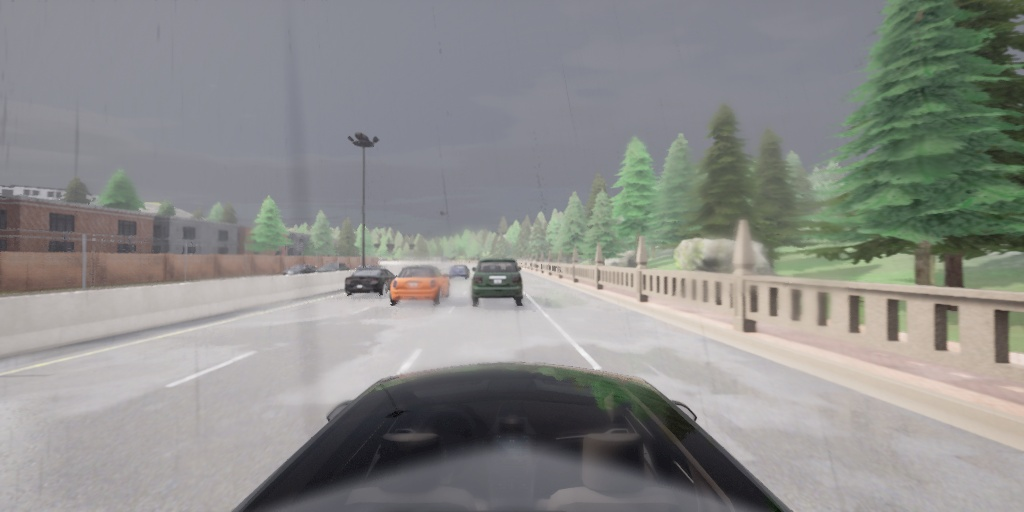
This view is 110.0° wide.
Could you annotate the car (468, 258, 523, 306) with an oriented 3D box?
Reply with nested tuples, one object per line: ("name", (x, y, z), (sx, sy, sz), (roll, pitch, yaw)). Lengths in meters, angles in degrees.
("car", (-0.691, 1.107, 16.778), (2.150, 2.045, 5.566), (0, 0, -3))

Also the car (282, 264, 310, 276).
("car", (-23.156, 1.656, 39.417), (2.128, 1.511, 4.902), (0, 0, -3))

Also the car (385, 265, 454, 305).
("car", (-4.210, 1.251, 17.079), (2.097, 1.767, 4.553), (0, -1, -3))

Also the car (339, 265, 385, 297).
("car", (-7.909, 1.423, 20.754), (1.882, 1.535, 5.008), (0, 0, -3))

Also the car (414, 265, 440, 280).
("car", (-8.839, 1.658, 37.528), (1.994, 1.385, 4.181), (0, 0, -3))

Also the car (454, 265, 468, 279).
("car", (-5.276, 1.619, 36.517), (2.033, 1.411, 5.357), (0, -1, -3))

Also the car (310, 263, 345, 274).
("car", (-19.643, 1.502, 39.257), (2.097, 1.767, 4.553), (0, -1, -3))
